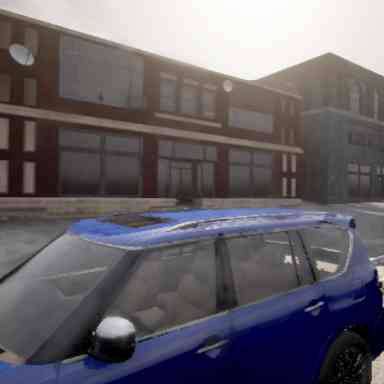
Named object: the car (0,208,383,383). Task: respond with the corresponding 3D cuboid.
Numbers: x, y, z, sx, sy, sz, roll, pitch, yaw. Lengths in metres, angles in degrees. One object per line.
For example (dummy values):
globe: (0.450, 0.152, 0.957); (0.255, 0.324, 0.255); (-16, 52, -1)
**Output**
car: (-0.374, 1.223, 3.108); (5.566, 2.045, 2.150); (0, 0, -35)
